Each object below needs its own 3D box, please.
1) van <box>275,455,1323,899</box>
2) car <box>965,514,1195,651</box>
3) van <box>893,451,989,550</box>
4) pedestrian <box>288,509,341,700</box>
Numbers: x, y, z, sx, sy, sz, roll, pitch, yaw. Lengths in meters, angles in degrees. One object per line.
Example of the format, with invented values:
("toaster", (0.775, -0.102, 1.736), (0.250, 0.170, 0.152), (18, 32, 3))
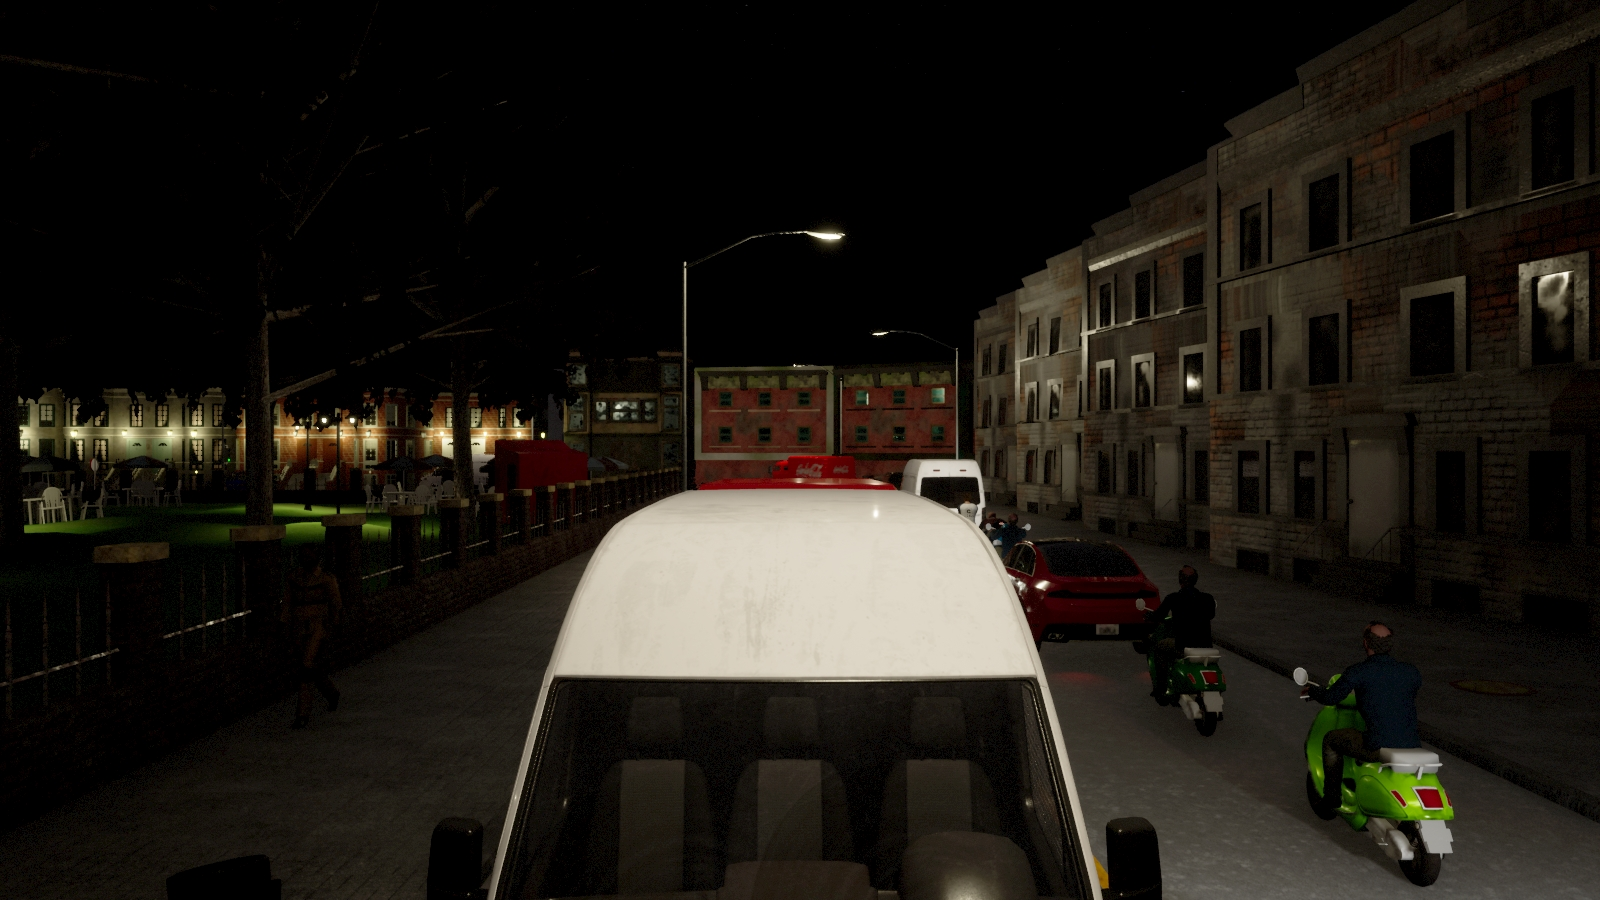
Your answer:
("van", (-0.006, 1.314, 5.127), (1.988, 2.561, 5.915), (0, 0, 0))
("car", (3.953, 1.841, 17.118), (2.231, 1.480, 4.892), (0, 0, 0))
("van", (3.906, 1.314, 32.637), (1.988, 2.561, 5.915), (0, 0, 0))
("pedestrian", (-4.835, 1.525, 11.389), (0.375, 1.860, 0.375), (0, 0, 0))
